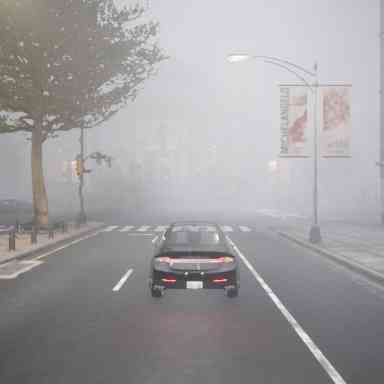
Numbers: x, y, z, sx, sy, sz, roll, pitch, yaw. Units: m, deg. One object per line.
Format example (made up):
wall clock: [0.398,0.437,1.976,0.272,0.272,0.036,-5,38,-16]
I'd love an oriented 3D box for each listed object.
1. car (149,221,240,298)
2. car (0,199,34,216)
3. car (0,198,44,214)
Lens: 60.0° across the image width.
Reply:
car: [0.060,1.491,8.530,2.128,1.511,4.902,0,0,0]
car: [-17.640,1.547,32.134,5.357,1.411,2.033,0,0,0]
car: [-18.744,1.477,35.638,5.008,1.535,1.882,0,0,0]
